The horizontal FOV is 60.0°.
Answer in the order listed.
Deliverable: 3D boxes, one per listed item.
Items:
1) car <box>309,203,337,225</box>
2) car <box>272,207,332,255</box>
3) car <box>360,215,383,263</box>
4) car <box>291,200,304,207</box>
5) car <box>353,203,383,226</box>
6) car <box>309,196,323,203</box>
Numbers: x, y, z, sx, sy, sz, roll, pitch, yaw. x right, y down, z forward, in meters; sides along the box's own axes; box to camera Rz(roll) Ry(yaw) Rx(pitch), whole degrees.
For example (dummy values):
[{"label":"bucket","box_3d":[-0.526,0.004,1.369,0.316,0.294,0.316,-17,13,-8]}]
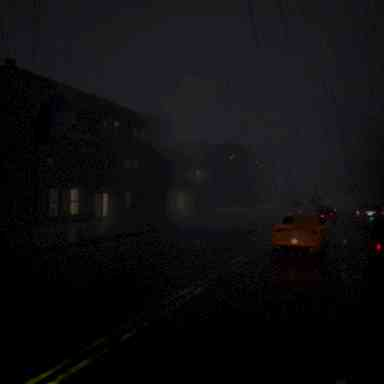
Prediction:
[{"label":"car","box_3d":[10.730,1.838,27.169,1.994,1.385,4.181,0,-1,25]},{"label":"car","box_3d":[4.750,1.622,14.230,1.882,1.535,5.008,0,0,25]},{"label":"car","box_3d":[7.269,1.720,11.961,1.895,1.301,4.718,0,-1,25]},{"label":"car","box_3d":[19.919,2.158,62.606,1.812,1.442,4.674,0,-1,25]},{"label":"car","box_3d":[13.640,1.607,25.724,2.097,1.767,4.553,0,-1,25]},{"label":"car","box_3d":[22.852,1.837,61.202,2.150,2.045,5.566,0,-1,25]}]
